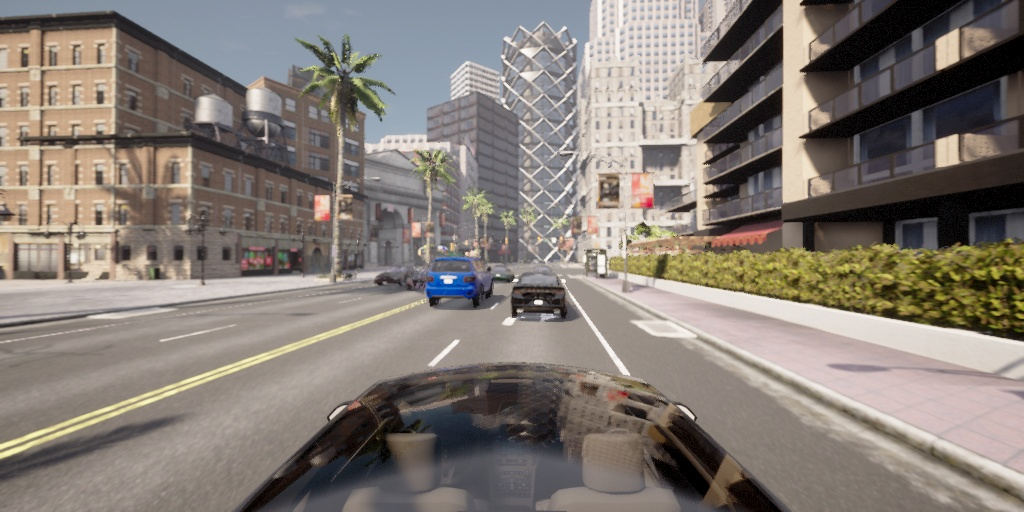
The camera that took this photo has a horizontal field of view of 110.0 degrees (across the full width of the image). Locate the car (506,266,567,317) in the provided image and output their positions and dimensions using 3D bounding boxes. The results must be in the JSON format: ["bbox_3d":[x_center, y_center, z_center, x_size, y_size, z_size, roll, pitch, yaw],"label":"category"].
[{"bbox_3d":[1.040,1.319,13.684,1.882,1.535,5.008,0,0,5],"label":"car"}]

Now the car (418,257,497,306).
[{"bbox_3d":[-2.231,1.077,16.516,2.150,2.045,5.566,0,0,5],"label":"car"}]

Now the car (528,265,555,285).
[{"bbox_3d":[2.527,1.514,30.082,2.033,1.411,5.357,0,0,6],"label":"car"}]

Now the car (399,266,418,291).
[{"bbox_3d":[-5.306,1.458,23.160,1.994,1.385,4.181,0,-1,6],"label":"car"}]

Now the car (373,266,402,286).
[{"bbox_3d":[-8.426,1.462,27.113,2.033,1.411,5.357,0,0,6],"label":"car"}]

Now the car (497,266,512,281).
[{"bbox_3d":[-0.929,1.525,30.663,1.994,1.385,4.181,0,0,5],"label":"car"}]
